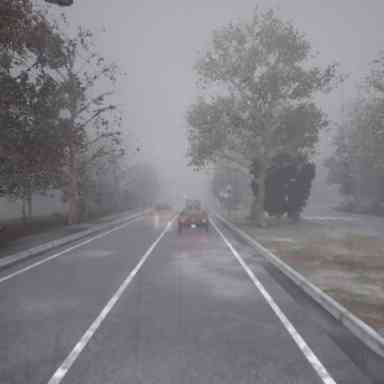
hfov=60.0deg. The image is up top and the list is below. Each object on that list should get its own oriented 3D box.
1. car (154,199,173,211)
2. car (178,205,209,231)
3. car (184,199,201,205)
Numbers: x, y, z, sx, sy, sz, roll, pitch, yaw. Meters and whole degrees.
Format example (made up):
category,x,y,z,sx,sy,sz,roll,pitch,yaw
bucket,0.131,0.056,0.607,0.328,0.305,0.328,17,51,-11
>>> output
category,x,y,z,sx,sy,sz,roll,pitch,yaw
car,-3.347,1.649,39.912,1.837,1.490,4.892,0,-7,0
car,0.087,1.726,21.618,1.895,1.301,4.718,0,-1,0
car,0.088,1.676,40.657,2.128,1.511,4.902,0,-6,0
